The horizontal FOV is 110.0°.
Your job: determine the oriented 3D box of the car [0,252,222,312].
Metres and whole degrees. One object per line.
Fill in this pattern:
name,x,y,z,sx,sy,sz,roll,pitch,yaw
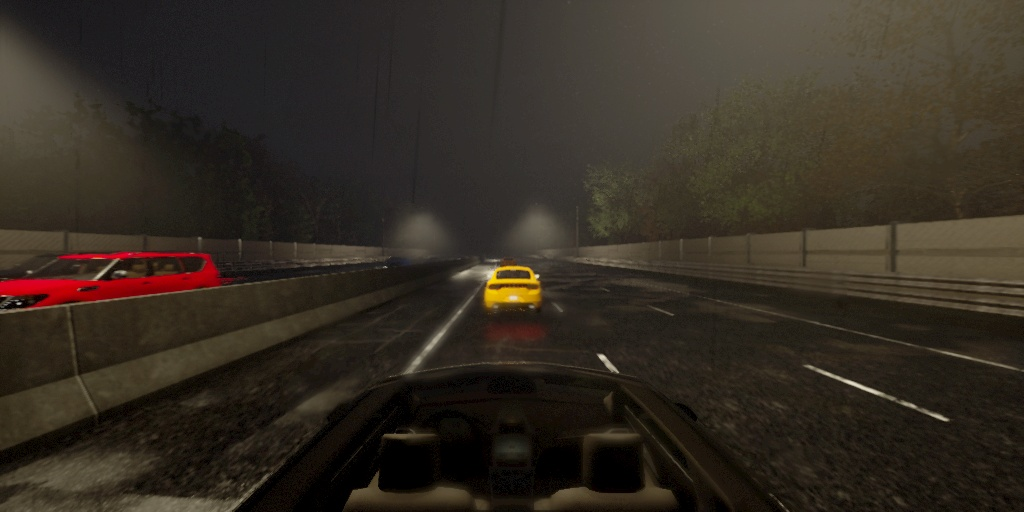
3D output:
car,-10.621,0.915,9.523,2.150,2.045,5.566,0,0,0

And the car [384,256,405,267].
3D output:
car,-18.402,0.827,56.454,1.837,1.490,4.892,0,1,-1

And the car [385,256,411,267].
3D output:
car,-14.668,0.873,47.179,1.882,1.535,5.008,0,0,-1

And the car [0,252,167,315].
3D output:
car,-17.651,0.877,14.422,2.150,2.045,5.566,0,1,0

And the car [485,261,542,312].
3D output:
car,0.049,1.135,13.637,1.882,1.535,5.008,0,0,0

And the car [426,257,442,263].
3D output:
car,-11.286,0.884,51.953,1.812,1.442,4.674,0,1,-1

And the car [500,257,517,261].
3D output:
car,-0.442,0.895,44.479,1.882,1.535,5.008,0,0,-1
